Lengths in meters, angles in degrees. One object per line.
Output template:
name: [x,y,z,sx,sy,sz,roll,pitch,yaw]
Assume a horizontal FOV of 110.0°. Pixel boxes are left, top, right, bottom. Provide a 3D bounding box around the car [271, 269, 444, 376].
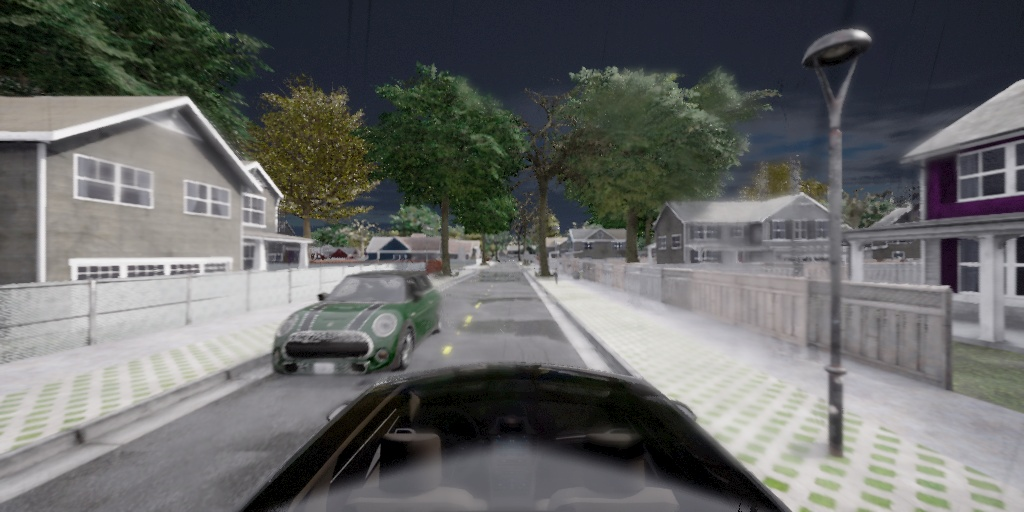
car: [-2.849,1.120,7.688,2.097,1.767,4.553,0,0,0]
